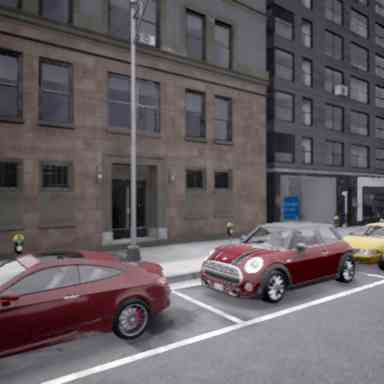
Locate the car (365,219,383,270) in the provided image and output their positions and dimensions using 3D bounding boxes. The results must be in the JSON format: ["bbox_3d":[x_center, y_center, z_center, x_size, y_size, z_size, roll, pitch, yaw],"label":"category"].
[{"bbox_3d":[6.524,1.639,11.323,4.829,1.417,1.752,1,-1,-36],"label":"car"}]

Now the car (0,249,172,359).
[{"bbox_3d":[-2.296,1.591,5.022,4.206,1.307,1.802,1,-1,-36],"label":"car"}]

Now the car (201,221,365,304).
[{"bbox_3d":[2.184,1.502,8.224,4.097,1.590,1.967,1,-1,-36],"label":"car"}]
